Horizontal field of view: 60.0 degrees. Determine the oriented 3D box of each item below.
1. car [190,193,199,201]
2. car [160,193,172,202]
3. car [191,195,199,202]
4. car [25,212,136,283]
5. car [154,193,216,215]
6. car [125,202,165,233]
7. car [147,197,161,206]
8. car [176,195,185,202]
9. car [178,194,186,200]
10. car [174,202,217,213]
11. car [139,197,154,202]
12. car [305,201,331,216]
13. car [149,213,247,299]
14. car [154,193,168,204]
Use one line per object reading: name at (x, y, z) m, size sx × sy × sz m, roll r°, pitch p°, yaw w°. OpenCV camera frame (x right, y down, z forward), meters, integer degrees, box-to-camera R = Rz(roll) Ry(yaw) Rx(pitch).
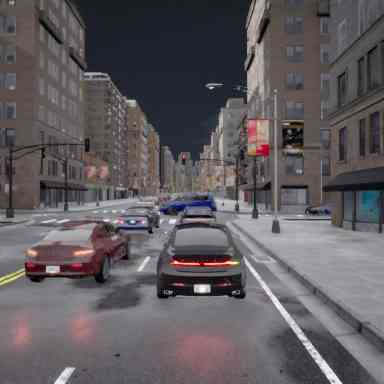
car at (0.706, 1.160, 85.660) m, size 2.150 × 2.045 × 5.566 m, roll 0°, pitch 0°, yaw 0°
car at (-5.874, 1.170, 75.458) m, size 2.150 × 2.045 × 5.566 m, roll 0°, pitch 0°, yaw 0°
car at (0.637, 1.473, 75.392) m, size 1.812 × 1.442 × 4.674 m, roll 0°, pitch 0°, yaw 0°
car at (-3.026, 1.527, 9.595) m, size 1.812 × 1.442 × 4.674 m, roll 0°, pitch 0°, yaw 1°
car at (-0.397, 1.231, 31.433) m, size 5.566 × 2.045 × 2.150 m, roll 0°, pitch 0°, yaw -18°
car at (-2.959, 1.546, 19.162) m, size 2.033 × 1.411 × 5.357 m, roll 0°, pitch 0°, yaw 0°
car at (-6.126, 1.498, 54.104) m, size 1.812 × 1.442 × 4.674 m, roll 0°, pitch 0°, yaw 1°
car at (-2.622, 1.493, 75.655) m, size 1.994 × 1.385 × 4.181 m, roll 0°, pitch 0°, yaw 0°
car at (-2.545, 1.245, 85.658) m, size 1.882 × 1.535 × 5.008 m, roll 0°, pitch 0°, yaw 0°
car at (0.291, 1.490, 17.855) m, size 2.128 × 1.511 × 4.902 m, roll 0°, pitch 0°, yaw -1°
car at (-6.212, 1.582, 44.093) m, size 1.895 × 1.301 × 4.718 m, roll 0°, pitch 0°, yaw 0°
car at (14.124, 1.634, 33.127) m, size 5.357 × 1.411 × 2.033 m, roll 0°, pitch -1°, yaw -3°
car at (0.205, 1.506, 8.459) m, size 1.837 × 1.490 × 4.892 m, roll 0°, pitch 0°, yaw 0°
car at (-5.998, 1.183, 64.765) m, size 2.150 × 2.045 × 5.566 m, roll 0°, pitch 0°, yaw 1°
